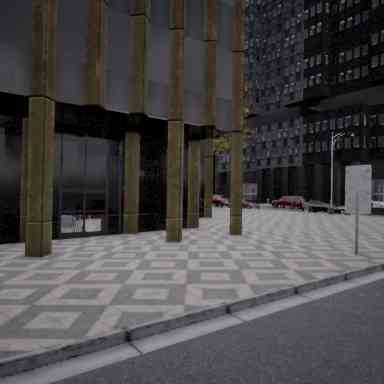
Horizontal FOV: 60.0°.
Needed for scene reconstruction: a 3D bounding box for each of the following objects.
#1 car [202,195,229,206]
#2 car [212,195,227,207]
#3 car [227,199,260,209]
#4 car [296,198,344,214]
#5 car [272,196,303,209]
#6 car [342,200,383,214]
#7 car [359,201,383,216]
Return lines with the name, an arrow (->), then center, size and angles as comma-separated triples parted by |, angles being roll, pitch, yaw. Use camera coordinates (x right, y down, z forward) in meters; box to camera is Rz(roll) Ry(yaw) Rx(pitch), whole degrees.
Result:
car -> 4.257, 1.511, 61.269 | 2.192, 1.841, 5.009 | 1, -1, -35
car -> 3.678, 1.311, 47.340 | 2.192, 1.841, 5.009 | 1, -1, -35
car -> 6.860, 1.570, 42.837 | 1.802, 1.307, 4.206 | 1, -1, -35
car -> 13.233, 1.540, 33.840 | 1.947, 1.339, 4.313 | 1, -1, -35
car -> 13.815, 1.487, 47.773 | 2.192, 1.841, 5.009 | 1, -1, -35
car -> 20.184, 1.708, 38.773 | 2.008, 1.369, 4.403 | 1, -1, -35
car -> 16.420, 1.518, 29.341 | 2.008, 1.369, 4.403 | 1, -1, -35
